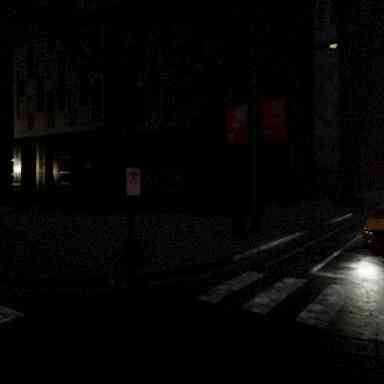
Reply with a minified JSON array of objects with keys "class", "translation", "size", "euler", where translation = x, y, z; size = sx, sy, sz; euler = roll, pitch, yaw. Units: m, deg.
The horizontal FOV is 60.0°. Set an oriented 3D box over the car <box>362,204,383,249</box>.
[{"class":"car","translation":[7.662,1.185,12.407],"size":[1.882,1.535,5.008],"euler":[0,1,35]}]
